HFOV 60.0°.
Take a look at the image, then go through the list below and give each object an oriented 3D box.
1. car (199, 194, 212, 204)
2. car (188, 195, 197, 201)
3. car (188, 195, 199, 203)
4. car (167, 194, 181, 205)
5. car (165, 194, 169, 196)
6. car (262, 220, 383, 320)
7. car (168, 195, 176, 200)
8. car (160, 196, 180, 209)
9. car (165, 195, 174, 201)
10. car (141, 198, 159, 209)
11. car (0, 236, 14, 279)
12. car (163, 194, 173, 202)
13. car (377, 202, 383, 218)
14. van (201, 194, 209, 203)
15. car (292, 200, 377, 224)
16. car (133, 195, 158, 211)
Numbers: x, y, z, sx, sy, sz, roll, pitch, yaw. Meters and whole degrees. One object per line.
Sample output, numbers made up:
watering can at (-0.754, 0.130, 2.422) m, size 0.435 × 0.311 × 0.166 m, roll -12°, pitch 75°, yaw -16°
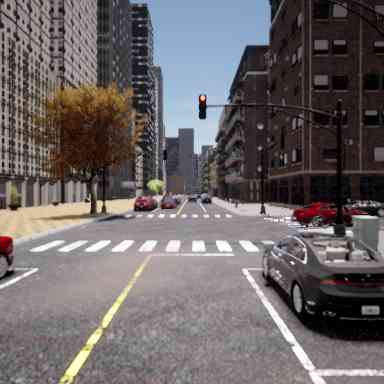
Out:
car at (2.767, 1.558, 61.675) m, size 1.947 × 1.339 × 4.313 m, roll 0°, pitch 0°, yaw 0°
car at (0.100, 1.394, 79.331) m, size 2.033 × 1.411 × 5.357 m, roll 0°, pitch 0°, yaw 0°
car at (0.086, 1.488, 68.908) m, size 2.128 × 1.511 × 4.902 m, roll 0°, pitch 0°, yaw 0°
car at (-2.994, 1.555, 60.102) m, size 1.994 × 1.385 × 4.181 m, roll 0°, pitch 0°, yaw 0°
car at (-5.600, 1.565, 72.732) m, size 1.947 × 1.339 × 4.313 m, roll 0°, pitch 0°, yaw 0°
car at (2.697, 1.545, 7.196) m, size 2.008 × 1.369 × 4.403 m, roll 0°, pitch 0°, yaw 0°
car at (-5.572, 1.573, 94.823) m, size 2.008 × 1.369 × 4.403 m, roll 0°, pitch 0°, yaw 0°
car at (-3.041, 1.551, 43.876) m, size 1.994 × 1.385 × 4.181 m, roll 0°, pitch 0°, yaw 0°
car at (-5.587, 1.560, 83.778) m, size 2.008 × 1.369 × 4.403 m, roll 0°, pitch 0°, yaw 0°
car at (-5.636, 1.554, 45.118) m, size 1.947 × 1.339 × 4.313 m, roll 0°, pitch 0°, yaw 0°
car at (-5.683, 1.539, 7.206) m, size 1.887 × 1.381 × 4.507 m, roll 0°, pitch 0°, yaw 0°
car at (-5.594, 1.319, 78.254) m, size 2.192 × 1.841 × 5.009 m, roll 0°, pitch 0°, yaw 0°
car at (13.458, 1.327, 26.588) m, size 4.403 × 1.369 × 2.008 m, roll -1°, pitch 1°, yaw 0°
van at (2.780, 1.340, 72.721) m, size 1.690 × 1.788 × 3.998 m, roll 0°, pitch 0°, yaw 0°
car at (8.555, 1.388, 20.647) m, size 4.674 × 1.442 × 1.812 m, roll -1°, pitch -1°, yaw -9°
car at (-5.643, 1.302, 39.594) m, size 2.192 × 1.841 × 5.009 m, roll 0°, pitch 0°, yaw 0°
